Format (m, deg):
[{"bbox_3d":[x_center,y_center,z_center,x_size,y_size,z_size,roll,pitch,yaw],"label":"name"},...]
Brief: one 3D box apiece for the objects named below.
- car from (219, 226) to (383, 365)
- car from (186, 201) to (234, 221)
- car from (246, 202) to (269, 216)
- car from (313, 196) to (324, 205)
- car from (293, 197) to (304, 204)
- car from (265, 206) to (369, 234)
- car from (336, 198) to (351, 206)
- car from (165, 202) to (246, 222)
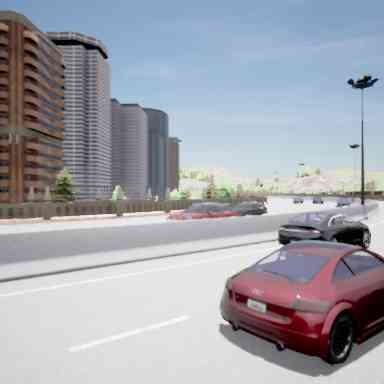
[{"bbox_3d":[2.481,1.578,5.957,4.181,1.385,1.994,0,0,-39],"label":"car"},{"bbox_3d":[1.685,1.613,29.515,1.812,1.442,4.674,0,0,41],"label":"car"},{"bbox_3d":[4.588,1.580,27.522,1.837,1.490,4.892,0,0,41],"label":"car"},{"bbox_3d":[24.233,1.641,63.901,1.837,1.490,4.892,0,0,17],"label":"car"},{"bbox_3d":[21.288,1.695,66.552,2.033,1.411,5.357,0,0,14],"label":"car"},{"bbox_3d":[5.269,1.521,12.968,4.902,1.511,2.128,0,0,-43],"label":"car"},{"bbox_3d":[23.907,1.633,52.330,1.812,1.442,4.674,0,0,22],"label":"car"},{"bbox_3d":[0.595,1.408,18.438,4.553,1.767,2.097,0,0,-44],"label":"car"}]
